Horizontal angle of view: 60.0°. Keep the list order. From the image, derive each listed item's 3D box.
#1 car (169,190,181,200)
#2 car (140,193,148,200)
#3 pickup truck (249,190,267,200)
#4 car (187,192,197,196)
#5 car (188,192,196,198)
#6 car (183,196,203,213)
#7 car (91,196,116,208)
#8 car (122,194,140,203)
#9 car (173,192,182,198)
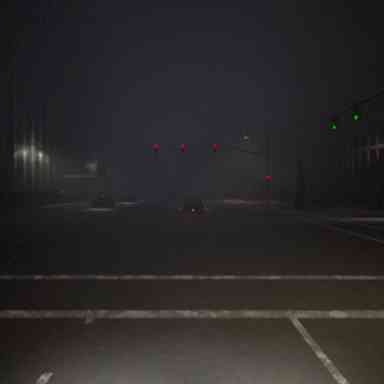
[{"bbox_3d":[-3.502,0.627,68.478,2.150,2.045,5.566,0,0,0],"label":"car"},{"bbox_3d":[-10.502,0.895,71.401,2.128,1.511,4.902,0,0,0],"label":"car"},{"bbox_3d":[13.119,0.498,64.587,2.390,2.098,6.274,0,1,31],"label":"pickup truck"},{"bbox_3d":[-0.002,0.944,68.852,2.033,1.411,5.357,0,0,0],"label":"car"},{"bbox_3d":[-0.002,0.732,79.172,1.895,1.301,4.718,0,0,0],"label":"car"},{"bbox_3d":[0.099,1.319,32.389,1.895,1.301,4.718,0,0,0],"label":"car"},{"bbox_3d":[-10.588,1.195,40.383,2.033,1.411,5.357,0,1,0],"label":"car"},{"bbox_3d":[-10.554,1.074,56.422,1.994,1.385,4.181,0,0,0],"label":"car"},{"bbox_3d":[-3.502,0.732,79.173,1.895,1.301,4.718,0,0,0],"label":"car"}]
